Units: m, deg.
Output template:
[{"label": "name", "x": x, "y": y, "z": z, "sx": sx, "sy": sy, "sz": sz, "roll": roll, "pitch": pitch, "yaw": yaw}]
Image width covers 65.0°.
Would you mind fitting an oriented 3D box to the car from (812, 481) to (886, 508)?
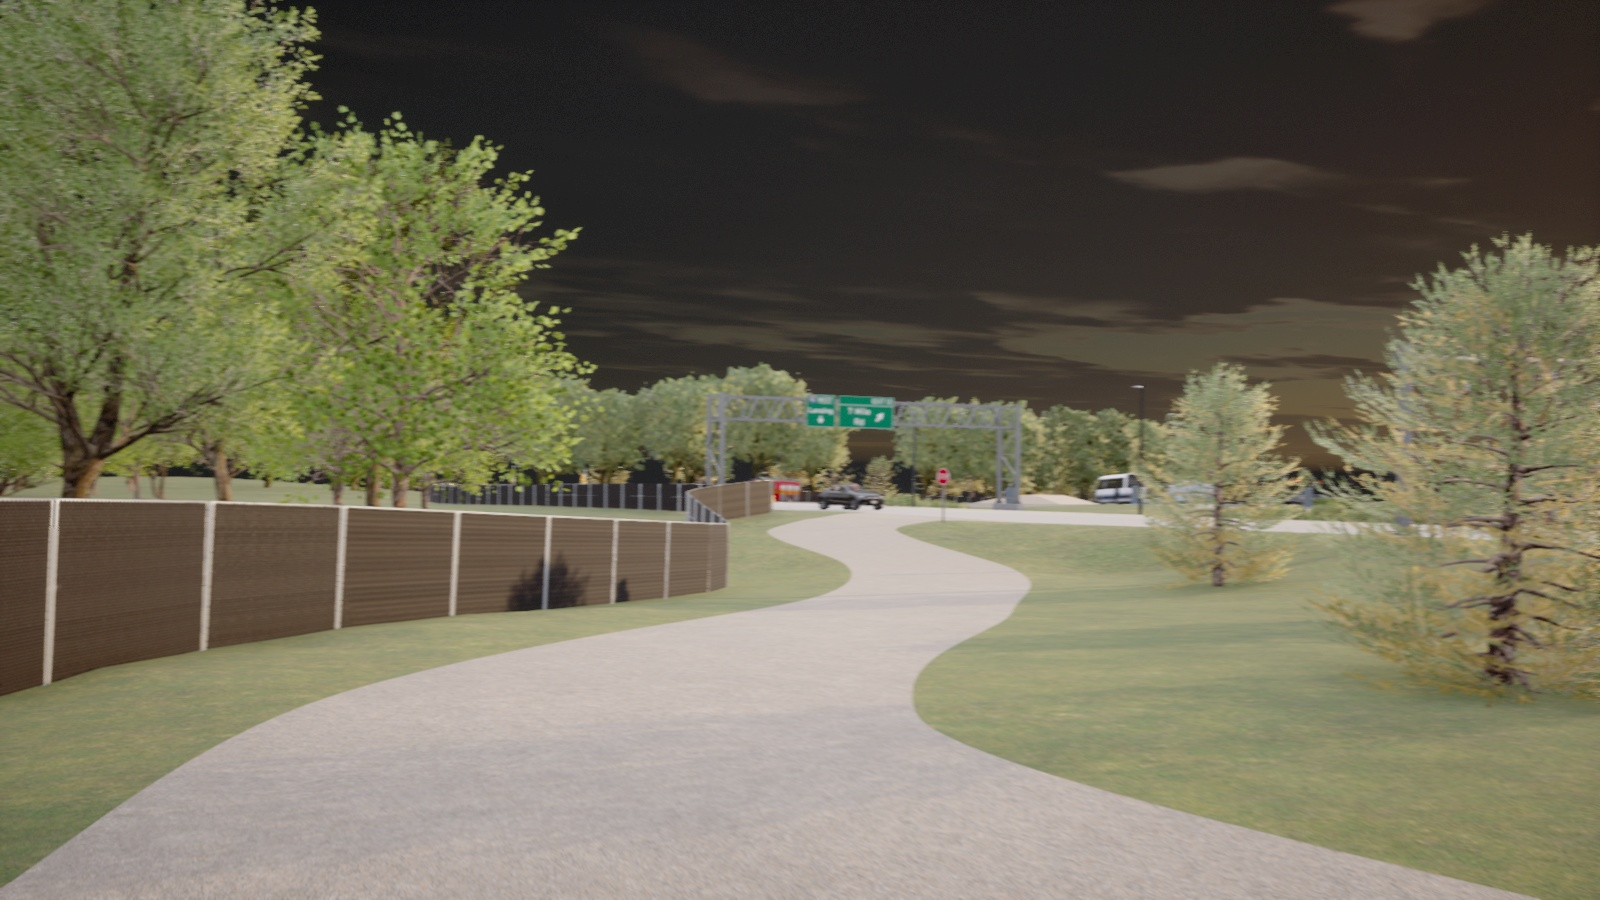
[{"label": "car", "x": 3.057, "y": 2.835, "z": 79.901, "sx": 2.152, "sy": 1.651, "sz": 5.027, "roll": 1, "pitch": -3, "yaw": -34}]
